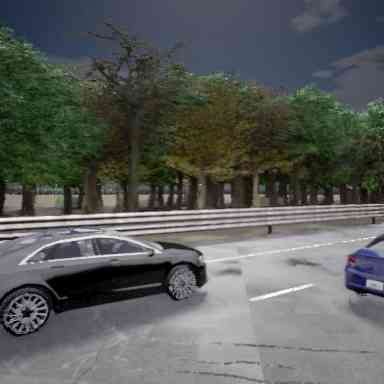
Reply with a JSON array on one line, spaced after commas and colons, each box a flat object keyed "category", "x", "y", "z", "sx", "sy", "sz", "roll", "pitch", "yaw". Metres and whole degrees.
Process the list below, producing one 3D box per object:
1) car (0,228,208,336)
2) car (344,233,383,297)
[{"category": "car", "x": -1.914, "y": 1.474, "z": 6.655, "sx": 4.902, "sy": 1.511, "sz": 2.128, "roll": 0, "pitch": 0, "yaw": -35}, {"category": "car", "x": 5.220, "y": 1.518, "z": 7.332, "sx": 4.674, "sy": 1.442, "sz": 1.812, "roll": 0, "pitch": 0, "yaw": -34}]
